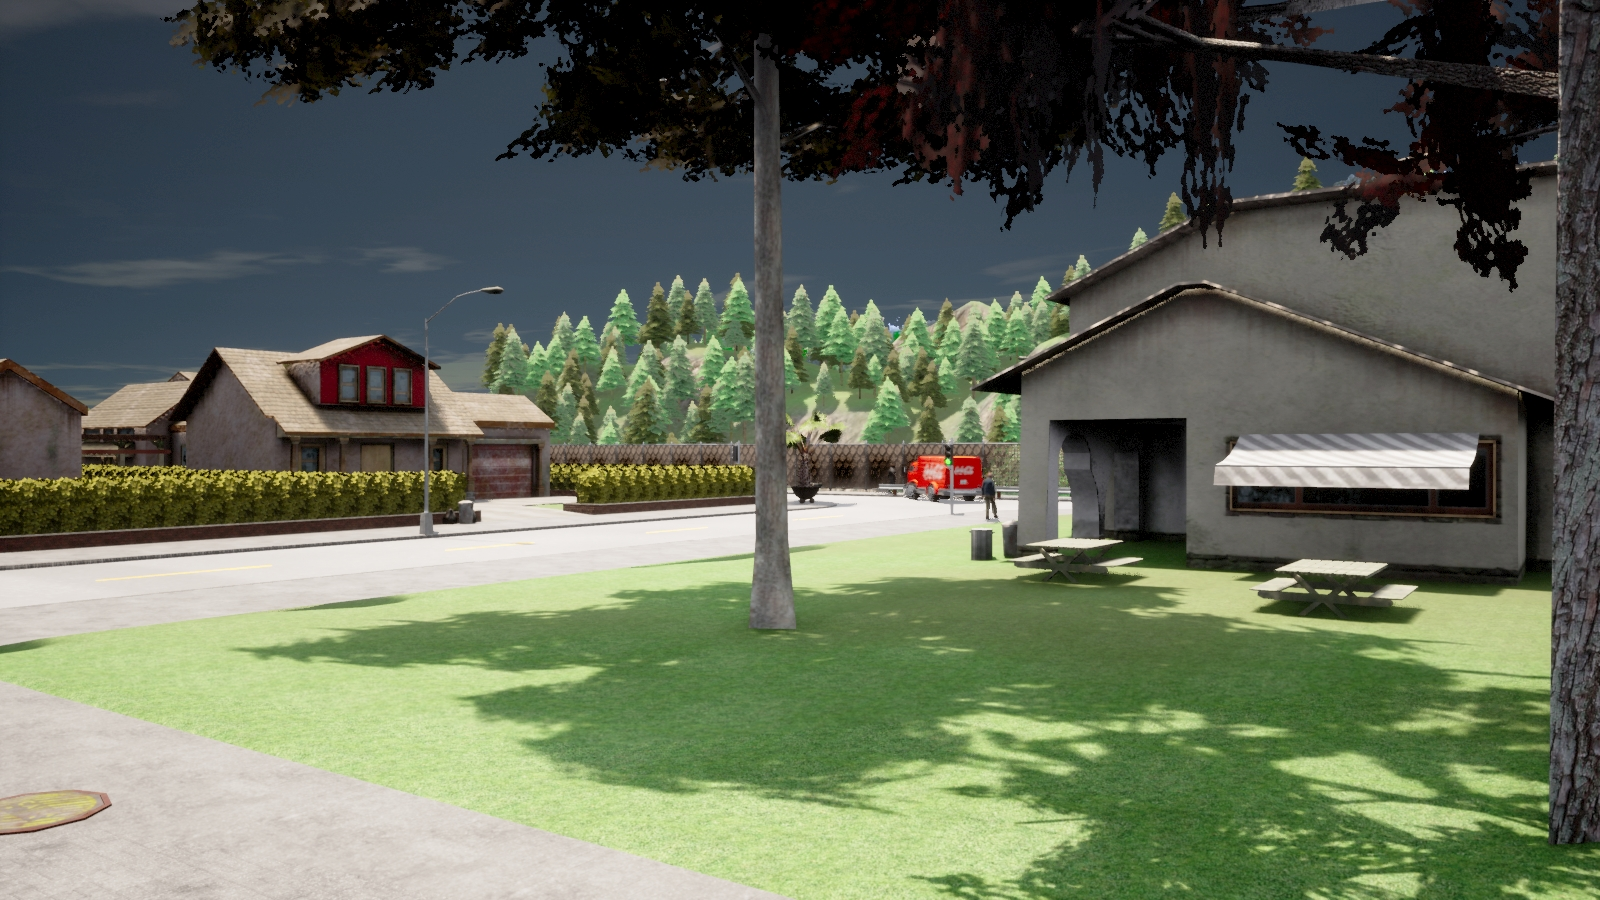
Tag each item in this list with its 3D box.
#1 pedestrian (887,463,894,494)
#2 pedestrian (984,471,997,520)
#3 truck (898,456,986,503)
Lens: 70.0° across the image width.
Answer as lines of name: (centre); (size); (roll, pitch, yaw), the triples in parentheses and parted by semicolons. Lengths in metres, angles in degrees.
pedestrian: (5.497, 1.745, 69.599); (0.375, 1.860, 0.375); (0, 0, -8)
pedestrian: (7.252, 1.737, 43.499); (0.375, 1.860, 0.375); (0, 0, 35)
truck: (7.733, 1.569, 62.709); (2.627, 2.467, 5.204); (0, 0, -21)
